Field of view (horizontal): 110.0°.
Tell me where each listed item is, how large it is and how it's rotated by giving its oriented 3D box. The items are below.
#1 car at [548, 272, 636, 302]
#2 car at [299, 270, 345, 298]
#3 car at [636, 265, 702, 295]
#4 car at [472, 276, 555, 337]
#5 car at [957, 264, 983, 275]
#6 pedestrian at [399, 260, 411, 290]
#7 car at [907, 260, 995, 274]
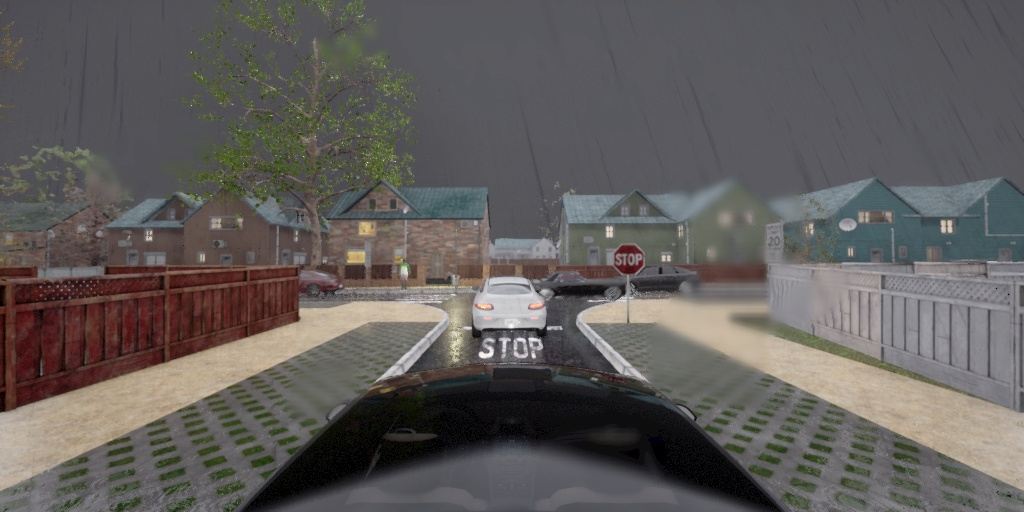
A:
[{"bbox_3d":[2.822,1.355,16.243,4.718,1.301,1.895,-1,-1,1],"label":"car"},{"bbox_3d":[-11.532,1.478,19.405,4.674,1.442,1.812,-1,-1,1],"label":"car"},{"bbox_3d":[7.438,1.272,19.139,4.892,1.490,1.837,-2,-1,1],"label":"car"},{"bbox_3d":[-0.138,1.280,10.172,1.812,1.442,4.674,0,0,-3],"label":"car"},{"bbox_3d":[23.310,1.129,15.966,4.181,1.385,1.994,0,-1,1],"label":"car"},{"bbox_3d":[-6.691,1.118,22.256,0.375,1.860,0.375,0,-1,1],"label":"pedestrian"},{"bbox_3d":[23.031,0.994,18.921,4.553,1.767,2.097,-1,-1,1],"label":"car"}]
